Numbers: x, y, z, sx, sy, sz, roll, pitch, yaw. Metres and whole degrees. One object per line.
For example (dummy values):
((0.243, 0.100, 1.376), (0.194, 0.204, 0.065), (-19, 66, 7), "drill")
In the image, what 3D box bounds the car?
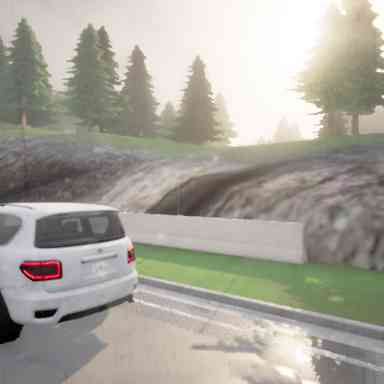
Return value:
((-3.530, 1.216, 6.616), (5.566, 2.045, 2.150), (0, 0, 37), "car")
